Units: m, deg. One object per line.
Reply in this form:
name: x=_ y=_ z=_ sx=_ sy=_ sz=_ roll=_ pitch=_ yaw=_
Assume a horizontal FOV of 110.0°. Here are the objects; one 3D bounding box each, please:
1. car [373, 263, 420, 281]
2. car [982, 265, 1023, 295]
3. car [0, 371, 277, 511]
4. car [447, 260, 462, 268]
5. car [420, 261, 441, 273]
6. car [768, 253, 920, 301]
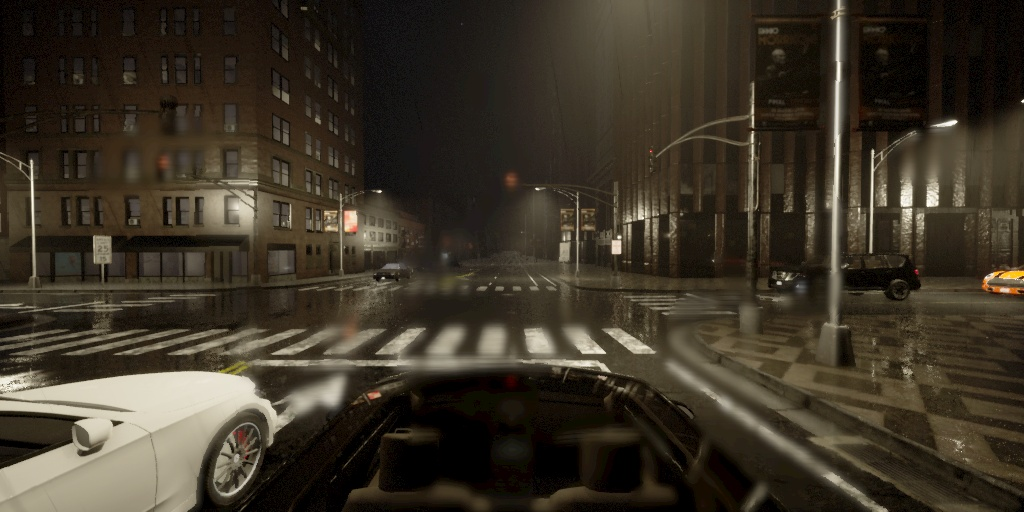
car: x=-9.741 y=1.300 z=29.999 sx=2.033 sy=1.411 sz=5.357 roll=0 pitch=0 yaw=2
car: x=24.541 y=0.961 z=16.231 sx=4.553 sy=1.767 sz=2.097 roll=0 pitch=1 yaw=0
car: x=-3.159 y=1.276 z=1.403 sx=1.812 sy=1.442 sz=4.674 roll=0 pitch=0 yaw=2
car: x=-9.583 y=1.315 z=60.526 sx=1.994 sy=1.385 sz=4.181 roll=0 pitch=0 yaw=1
car: x=-9.709 y=1.319 z=42.427 sx=1.994 sy=1.385 sz=4.181 roll=0 pitch=0 yaw=0
car: x=14.872 y=0.868 z=16.223 sx=5.566 sy=2.045 sz=2.150 roll=0 pitch=1 yaw=1
